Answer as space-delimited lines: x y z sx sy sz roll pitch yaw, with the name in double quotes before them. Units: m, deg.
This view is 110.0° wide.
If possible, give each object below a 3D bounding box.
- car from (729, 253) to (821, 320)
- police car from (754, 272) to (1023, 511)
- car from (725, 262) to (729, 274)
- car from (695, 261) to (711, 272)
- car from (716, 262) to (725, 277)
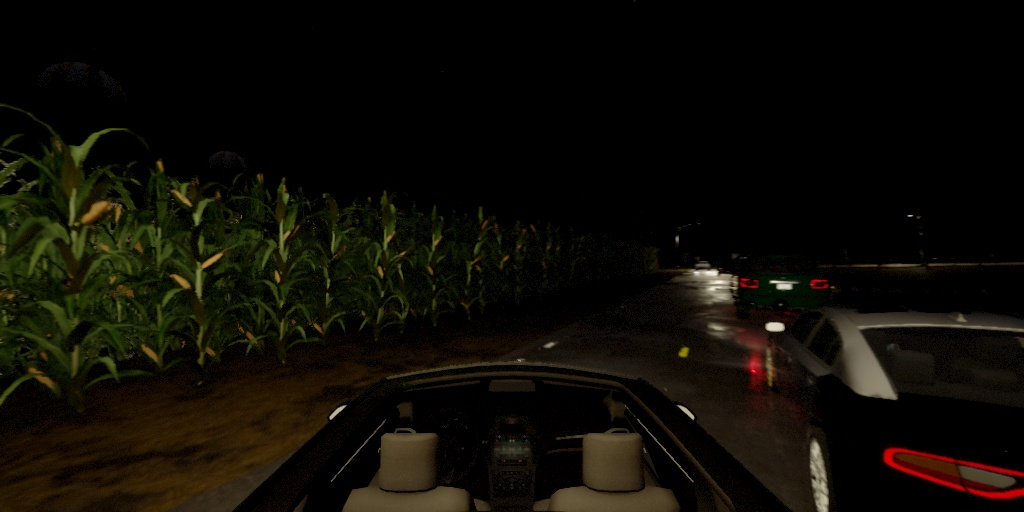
"car" 8.745 0.938 12.075 2.150 2.045 5.566 -1 -1 30
"police car" 3.792 1.125 3.478 1.930 1.638 5.238 -1 -1 30
"car" 11.743 0.952 17.273 2.150 2.045 5.566 -1 -1 30
"car" 27.399 1.489 51.558 1.812 1.442 4.674 -1 -1 30
"car" 22.218 1.357 36.993 1.812 1.442 4.674 -1 -1 31
